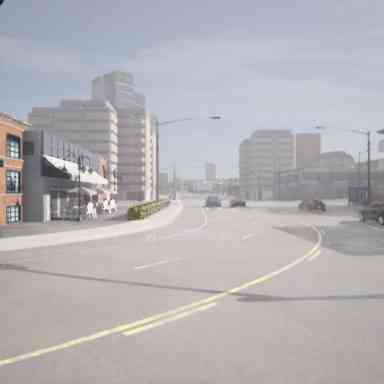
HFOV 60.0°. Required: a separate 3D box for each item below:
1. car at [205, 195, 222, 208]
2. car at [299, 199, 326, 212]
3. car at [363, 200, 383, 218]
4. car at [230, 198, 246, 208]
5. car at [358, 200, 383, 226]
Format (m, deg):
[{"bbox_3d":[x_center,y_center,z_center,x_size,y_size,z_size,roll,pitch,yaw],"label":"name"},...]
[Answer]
[{"bbox_3d":[3.009,1.299,47.119,2.097,1.767,4.553,0,0,0],"label":"car"},{"bbox_3d":[13.596,1.465,37.722,1.812,1.442,4.674,0,0,1],"label":"car"},{"bbox_3d":[16.927,1.445,28.801,1.837,1.490,4.892,0,0,2],"label":"car"},{"bbox_3d":[6.514,1.542,47.372,1.895,1.301,4.718,0,0,0],"label":"car"},{"bbox_3d":[13.247,1.455,22.939,1.837,1.490,4.892,0,-1,4],"label":"car"}]
